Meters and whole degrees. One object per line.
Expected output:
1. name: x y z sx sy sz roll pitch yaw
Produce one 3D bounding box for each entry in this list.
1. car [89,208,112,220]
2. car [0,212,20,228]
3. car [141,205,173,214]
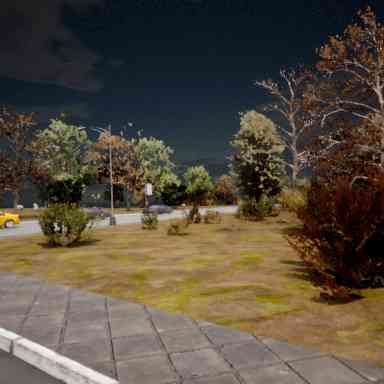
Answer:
1. car: -11.314 2.464 36.592 2.033 1.411 5.357 -3 -2 32
2. car: -17.073 2.369 27.674 1.882 1.535 5.008 -3 -2 33
3. car: -4.861 2.525 46.868 2.033 1.411 5.357 -3 -2 32
